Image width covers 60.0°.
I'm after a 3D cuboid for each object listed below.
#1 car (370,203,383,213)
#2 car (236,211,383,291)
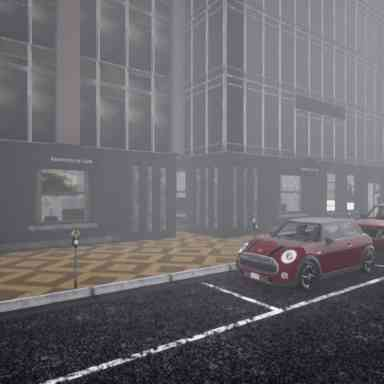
[{"bbox_3d":[7.618,1.310,12.164,5.009,1.841,2.192,0,0,-35],"label":"car"},{"bbox_3d":[3.091,1.439,8.938,4.097,1.590,1.967,0,0,-35],"label":"car"}]
